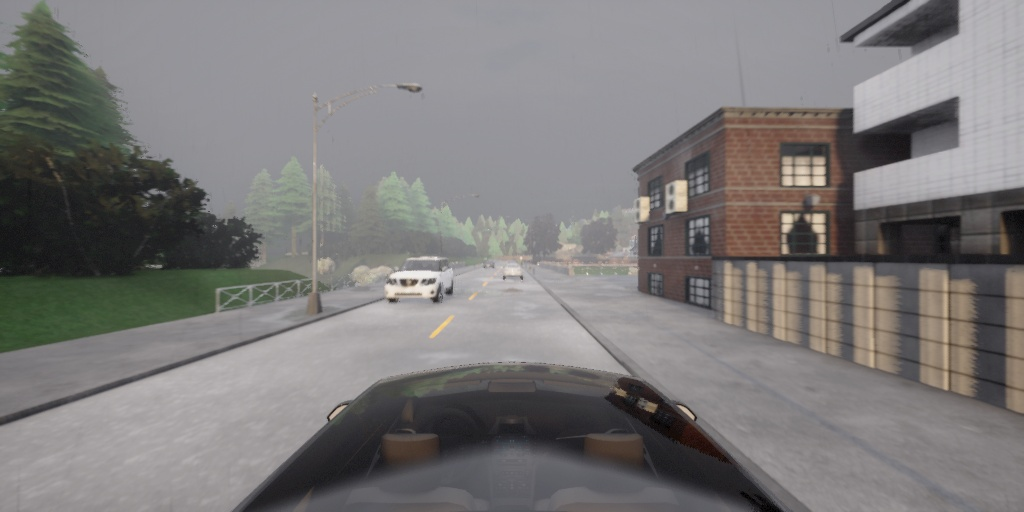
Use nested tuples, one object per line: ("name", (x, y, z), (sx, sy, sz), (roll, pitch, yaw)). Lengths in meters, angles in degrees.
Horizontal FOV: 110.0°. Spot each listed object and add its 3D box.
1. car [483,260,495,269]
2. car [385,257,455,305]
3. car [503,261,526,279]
("car", (-4.027, 1.513, 63.357), (2.128, 1.511, 4.902), (0, 0, 1))
("car", (-4.097, 1.040, 16.911), (2.150, 2.045, 5.566), (0, 0, 0))
("car", (0.098, 1.419, 34.358), (1.812, 1.442, 4.674), (0, 0, 0))
